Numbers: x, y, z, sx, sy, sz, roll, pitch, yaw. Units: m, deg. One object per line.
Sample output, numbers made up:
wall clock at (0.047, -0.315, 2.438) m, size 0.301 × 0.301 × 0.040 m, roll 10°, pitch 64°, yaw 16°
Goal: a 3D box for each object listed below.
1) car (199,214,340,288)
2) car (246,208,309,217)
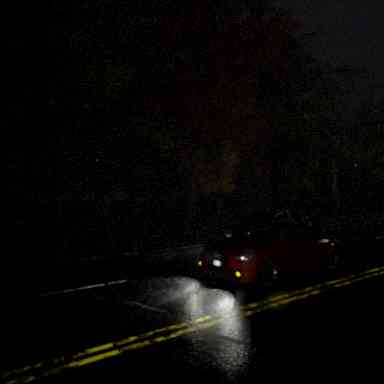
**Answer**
car at (2.237, 1.533, 9.249) m, size 4.181 × 1.385 × 1.994 m, roll 0°, pitch 0°, yaw -35°
car at (3.375, 1.458, 14.033) m, size 4.892 × 1.490 × 1.837 m, roll 0°, pitch 0°, yaw -35°
